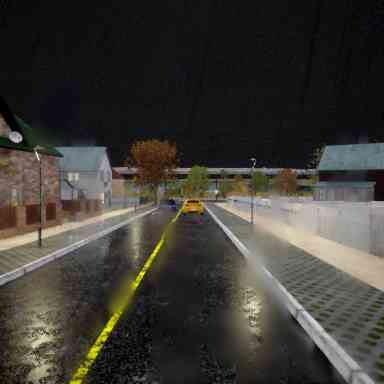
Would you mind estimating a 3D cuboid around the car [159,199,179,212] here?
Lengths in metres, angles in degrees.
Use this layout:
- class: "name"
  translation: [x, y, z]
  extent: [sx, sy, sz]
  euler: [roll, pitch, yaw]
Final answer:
- class: "car"
  translation: [-2.735, 1.523, 39.132]
  extent: [1.812, 1.442, 4.674]
  euler: [0, 0, 0]

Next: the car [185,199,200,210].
- class: "car"
  translation: [0.123, 1.602, 44.546]
  extent: [1.895, 1.301, 4.718]
  euler: [0, 0, 0]

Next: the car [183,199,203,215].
- class: "car"
  translation: [0.118, 1.471, 34.014]
  extent: [1.882, 1.535, 5.008]
  euler: [0, 0, 0]
